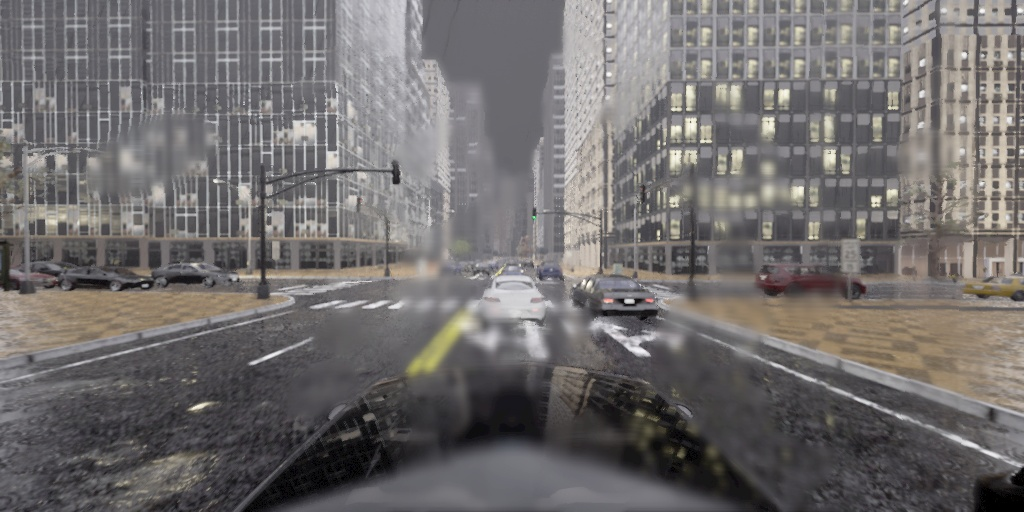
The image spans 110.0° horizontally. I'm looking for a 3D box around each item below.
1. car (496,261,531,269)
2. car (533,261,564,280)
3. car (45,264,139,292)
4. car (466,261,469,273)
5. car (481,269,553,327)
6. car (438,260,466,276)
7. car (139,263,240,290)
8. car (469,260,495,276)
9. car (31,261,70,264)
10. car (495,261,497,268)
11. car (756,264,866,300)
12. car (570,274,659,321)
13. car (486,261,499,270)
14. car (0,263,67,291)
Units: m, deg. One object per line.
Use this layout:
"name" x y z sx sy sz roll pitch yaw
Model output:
"car" 0.108 1.366 27.909 2.033 1.411 5.357 1 1 0
"car" 3.343 1.217 32.320 2.097 1.767 4.553 0 -1 0
"car" -22.740 1.272 20.141 4.313 1.339 1.948 0 0 1
"car" -6.609 1.451 48.235 1.837 1.490 4.892 0 0 0
"car" -0.015 1.319 11.596 1.812 1.442 4.674 0 0 -3
"car" -6.642 1.262 39.139 2.097 1.767 4.553 0 0 1
"car" -20.038 1.191 22.799 4.902 1.511 2.128 1 1 1
"car" -3.360 1.466 41.125 2.033 1.411 5.357 0 0 0
"car" -29.449 1.093 22.987 5.008 1.535 1.882 1 1 1
"car" -3.351 1.557 50.885 1.895 1.301 4.718 0 0 0
"car" 16.185 1.365 19.631 5.009 1.841 2.192 0 0 1
"car" 3.343 1.347 12.724 2.033 1.411 5.357 0 0 0
"car" -3.279 1.520 61.099 1.812 1.442 4.674 0 0 0
"car" -28.424 1.237 20.272 4.207 1.307 1.802 0 0 1
